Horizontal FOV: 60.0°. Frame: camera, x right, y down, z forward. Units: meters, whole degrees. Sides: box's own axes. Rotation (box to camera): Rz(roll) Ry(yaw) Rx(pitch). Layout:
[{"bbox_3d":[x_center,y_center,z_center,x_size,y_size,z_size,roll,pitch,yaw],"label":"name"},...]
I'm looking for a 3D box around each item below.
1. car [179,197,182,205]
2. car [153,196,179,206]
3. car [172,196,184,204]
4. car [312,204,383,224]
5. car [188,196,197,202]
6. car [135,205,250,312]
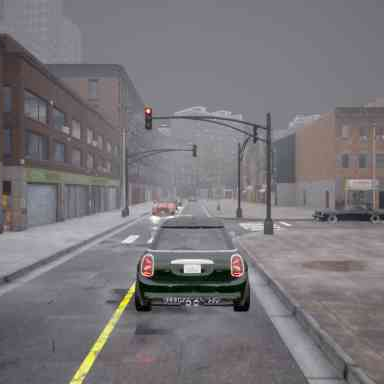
[{"bbox_3d":[-2.776,1.562,43.349,2.033,1.411,5.357,0,0,0],"label":"car"},{"bbox_3d":[-2.792,1.359,33.880,2.097,1.767,4.553,0,0,0],"label":"car"},{"bbox_3d":[-2.686,1.588,64.029,2.033,1.411,5.357,0,0,1],"label":"car"},{"bbox_3d":[10.965,1.532,23.215,4.718,1.301,1.895,0,0,0],"label":"car"},{"bbox_3d":[0.133,1.611,75.555,1.994,1.385,4.181,0,0,0],"label":"car"},{"bbox_3d":[0.022,1.352,7.888,2.097,1.767,4.553,0,0,0],"label":"car"}]
